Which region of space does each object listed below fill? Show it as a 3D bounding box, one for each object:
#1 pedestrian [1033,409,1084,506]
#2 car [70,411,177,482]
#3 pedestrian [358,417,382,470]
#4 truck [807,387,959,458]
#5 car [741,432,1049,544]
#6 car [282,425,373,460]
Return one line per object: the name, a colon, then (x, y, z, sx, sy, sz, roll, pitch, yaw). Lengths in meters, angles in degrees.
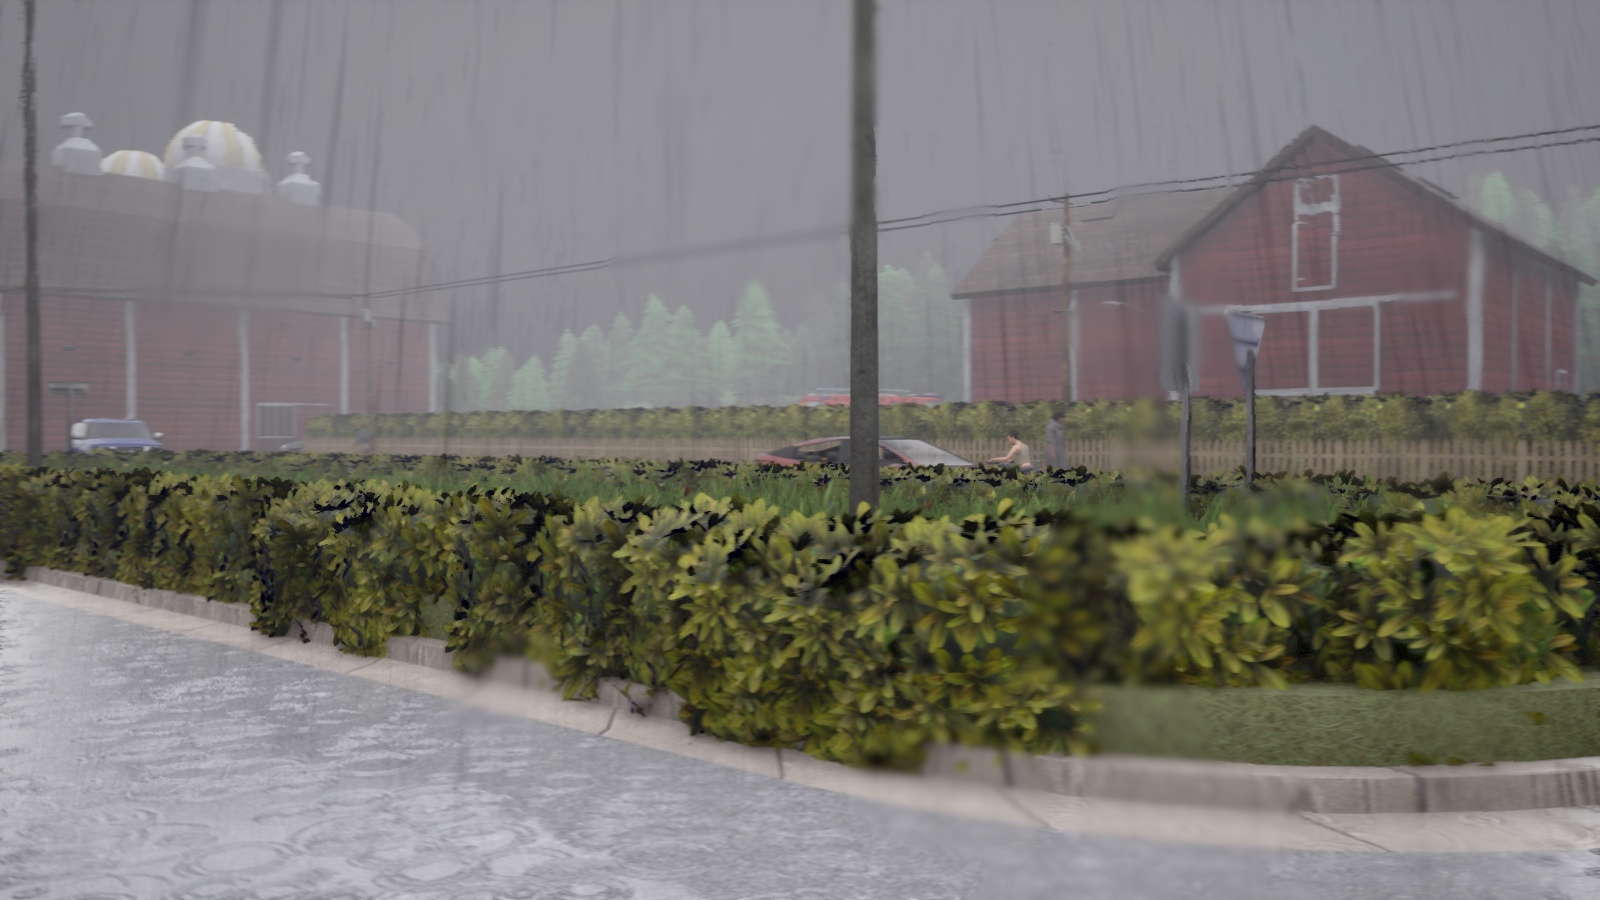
pedestrian: (5.344, 0.146, 25.981, 0.873, 1.952, 0.659, 1, 1, 27)
car: (-21.112, -0.137, 39.051, 2.150, 2.045, 5.566, 0, 1, -37)
pedestrian: (-15.103, -0.235, 44.112, 0.694, 1.848, 0.540, 1, 1, 45)
truck: (4.798, -1.542, 71.374, 8.468, 3.827, 2.891, 0, 1, -31)
car: (1.403, 0.502, 19.718, 4.514, 1.525, 2.007, 1, 1, 42)
car: (-22.603, -0.378, 60.059, 3.988, 1.617, 1.851, 0, 1, -23)
